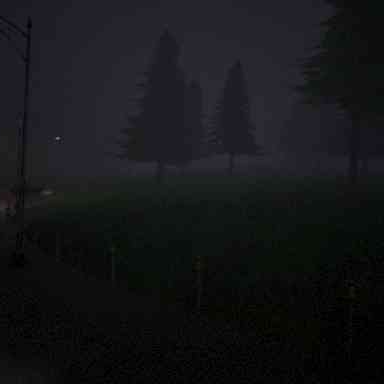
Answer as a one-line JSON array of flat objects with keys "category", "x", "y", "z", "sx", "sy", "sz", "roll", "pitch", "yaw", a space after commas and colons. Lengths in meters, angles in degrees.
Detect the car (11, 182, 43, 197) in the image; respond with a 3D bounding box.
[{"category": "car", "x": -19.271, "y": -0.365, "z": 39.033, "sx": 2.128, "sy": 1.511, "sz": 4.902, "roll": 4, "pitch": 3, "yaw": 0}]
